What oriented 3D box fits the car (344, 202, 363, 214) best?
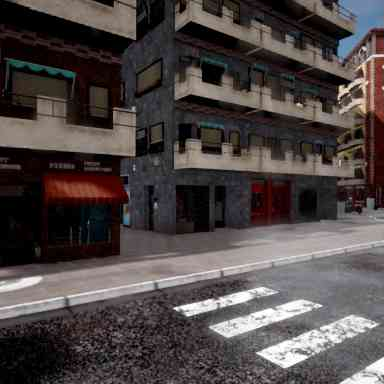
[{"bbox_3d":[17.812,1.790,38.243,1.895,1.301,4.718,0,0,5],"label":"car"}]
